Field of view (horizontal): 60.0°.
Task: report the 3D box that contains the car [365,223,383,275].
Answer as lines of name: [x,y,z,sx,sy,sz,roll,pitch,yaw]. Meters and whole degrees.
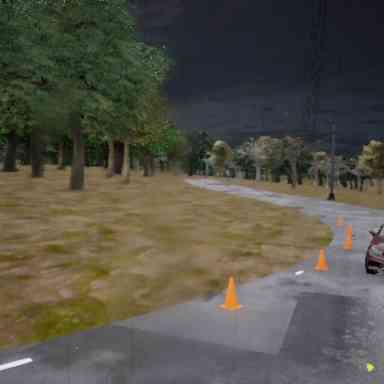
car: [6.521,1.551,10.034,1.812,1.442,4.674,-1,-1,34]

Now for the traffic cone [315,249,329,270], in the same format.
traffic cone: [3.902,2.000,9.991,0.340,0.580,0.340,-1,-1,38]

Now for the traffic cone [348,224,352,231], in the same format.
traffic cone: [8.524,2.004,17.929,0.340,0.580,0.340,-1,0,22]

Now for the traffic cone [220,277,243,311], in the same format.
traffic cone: [0.784,1.983,6.595,0.340,0.580,0.340,0,-1,-43]

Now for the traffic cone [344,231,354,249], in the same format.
traffic cone: [6.502,2.025,13.798,0.340,0.580,0.340,-1,-1,30]
